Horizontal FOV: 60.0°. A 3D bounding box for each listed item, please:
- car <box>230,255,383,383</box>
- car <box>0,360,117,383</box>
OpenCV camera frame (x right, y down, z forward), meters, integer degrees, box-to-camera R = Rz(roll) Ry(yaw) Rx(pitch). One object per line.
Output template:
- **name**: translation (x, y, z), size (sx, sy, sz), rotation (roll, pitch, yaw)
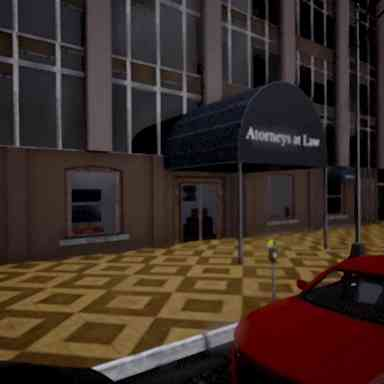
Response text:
- **car**: translation (2.474, 1.545, 4.188), size (4.507, 1.381, 1.887), rotation (0, -1, -35)
- **car**: translation (-2.166, 1.566, 0.907), size (4.313, 1.339, 1.947), rotation (0, -1, -35)
